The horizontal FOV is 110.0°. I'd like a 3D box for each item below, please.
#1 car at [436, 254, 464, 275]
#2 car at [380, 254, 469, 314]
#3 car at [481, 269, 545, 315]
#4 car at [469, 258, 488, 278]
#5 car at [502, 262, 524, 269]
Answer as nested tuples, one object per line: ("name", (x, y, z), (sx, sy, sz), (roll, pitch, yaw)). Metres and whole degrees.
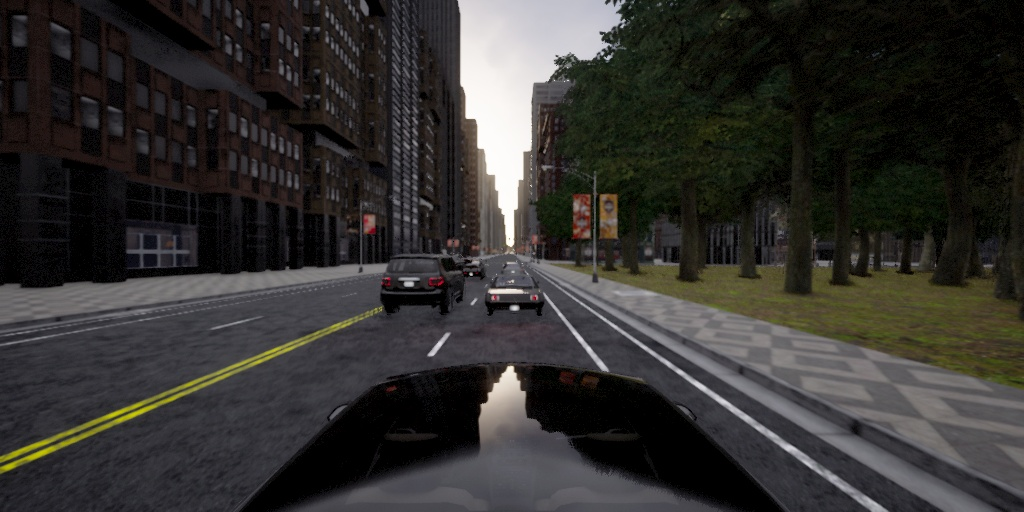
("car", (-6.603, 0.839, 38.846), (2.150, 2.045, 5.566), (0, 0, 0))
("car", (-3.160, 0.940, 13.698), (2.150, 2.045, 5.566), (0, 0, 0))
("car", (0.090, 1.319, 13.363), (1.895, 1.301, 4.718), (0, 0, 0))
("car", (-3.163, 1.157, 30.189), (1.837, 1.490, 4.892), (0, 0, 0))
("car", (0.086, 1.215, 30.564), (1.994, 1.385, 4.181), (0, 0, 0))
